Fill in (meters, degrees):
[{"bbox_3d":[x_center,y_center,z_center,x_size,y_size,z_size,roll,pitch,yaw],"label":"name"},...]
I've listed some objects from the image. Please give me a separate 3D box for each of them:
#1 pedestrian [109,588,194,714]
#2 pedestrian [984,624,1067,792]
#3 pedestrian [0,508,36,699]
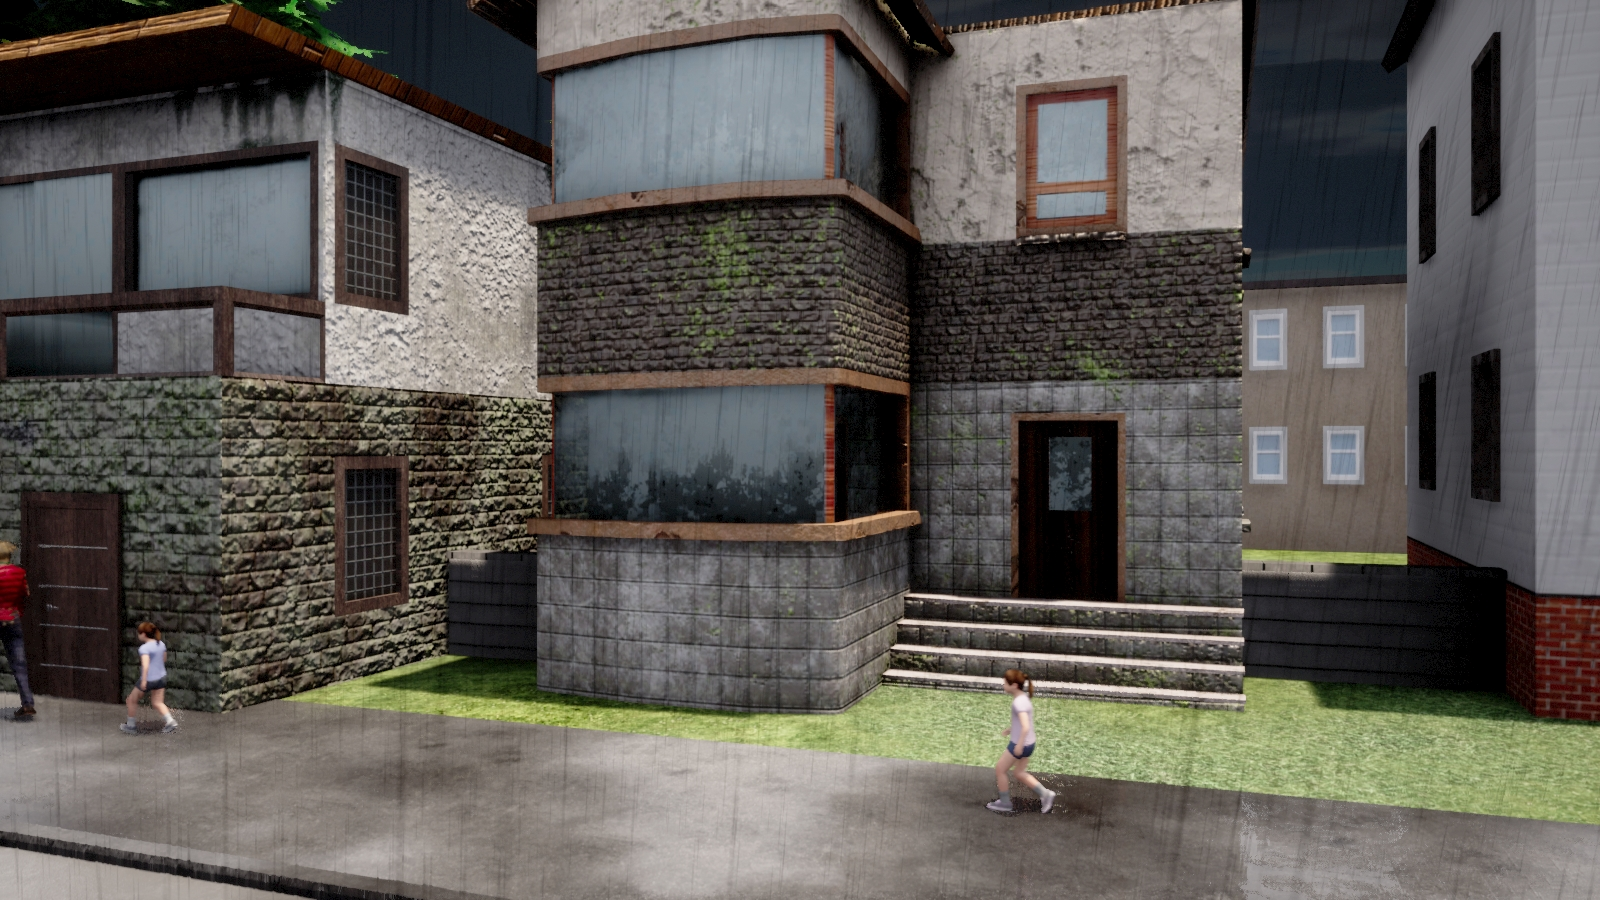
[{"bbox_3d":[-6.186,1.904,10.915,0.500,1.100,0.500,0,0,17],"label":"pedestrian"},{"bbox_3d":[1.686,1.902,8.528,0.500,1.100,0.500,0,0,25],"label":"pedestrian"},{"bbox_3d":[-8.000,1.523,11.494,0.375,1.860,0.375,0,0,22],"label":"pedestrian"}]
